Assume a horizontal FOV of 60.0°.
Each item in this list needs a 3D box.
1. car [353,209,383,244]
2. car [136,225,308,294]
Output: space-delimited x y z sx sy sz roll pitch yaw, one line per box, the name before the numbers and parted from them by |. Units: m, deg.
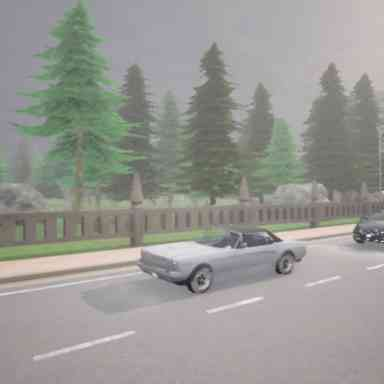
car | 9.086 1.519 14.830 4.892 1.490 1.837 0 0 -36
car | 0.945 1.613 8.983 4.718 1.301 1.895 0 0 -36
